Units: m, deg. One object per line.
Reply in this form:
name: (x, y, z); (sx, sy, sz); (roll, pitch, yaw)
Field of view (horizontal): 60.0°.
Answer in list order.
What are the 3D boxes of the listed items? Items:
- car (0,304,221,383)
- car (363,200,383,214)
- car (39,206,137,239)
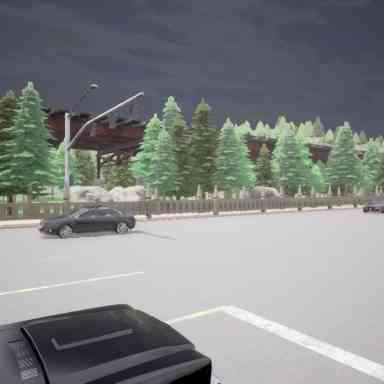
car: (-2.077, 1.601, 2.284); (4.718, 1.301, 1.895); (0, 0, -35)
car: (20.091, 1.564, 35.516); (4.181, 1.385, 1.994); (0, 0, -36)
car: (-5.313, 1.507, 17.400); (4.892, 1.490, 1.837); (1, 0, -35)
